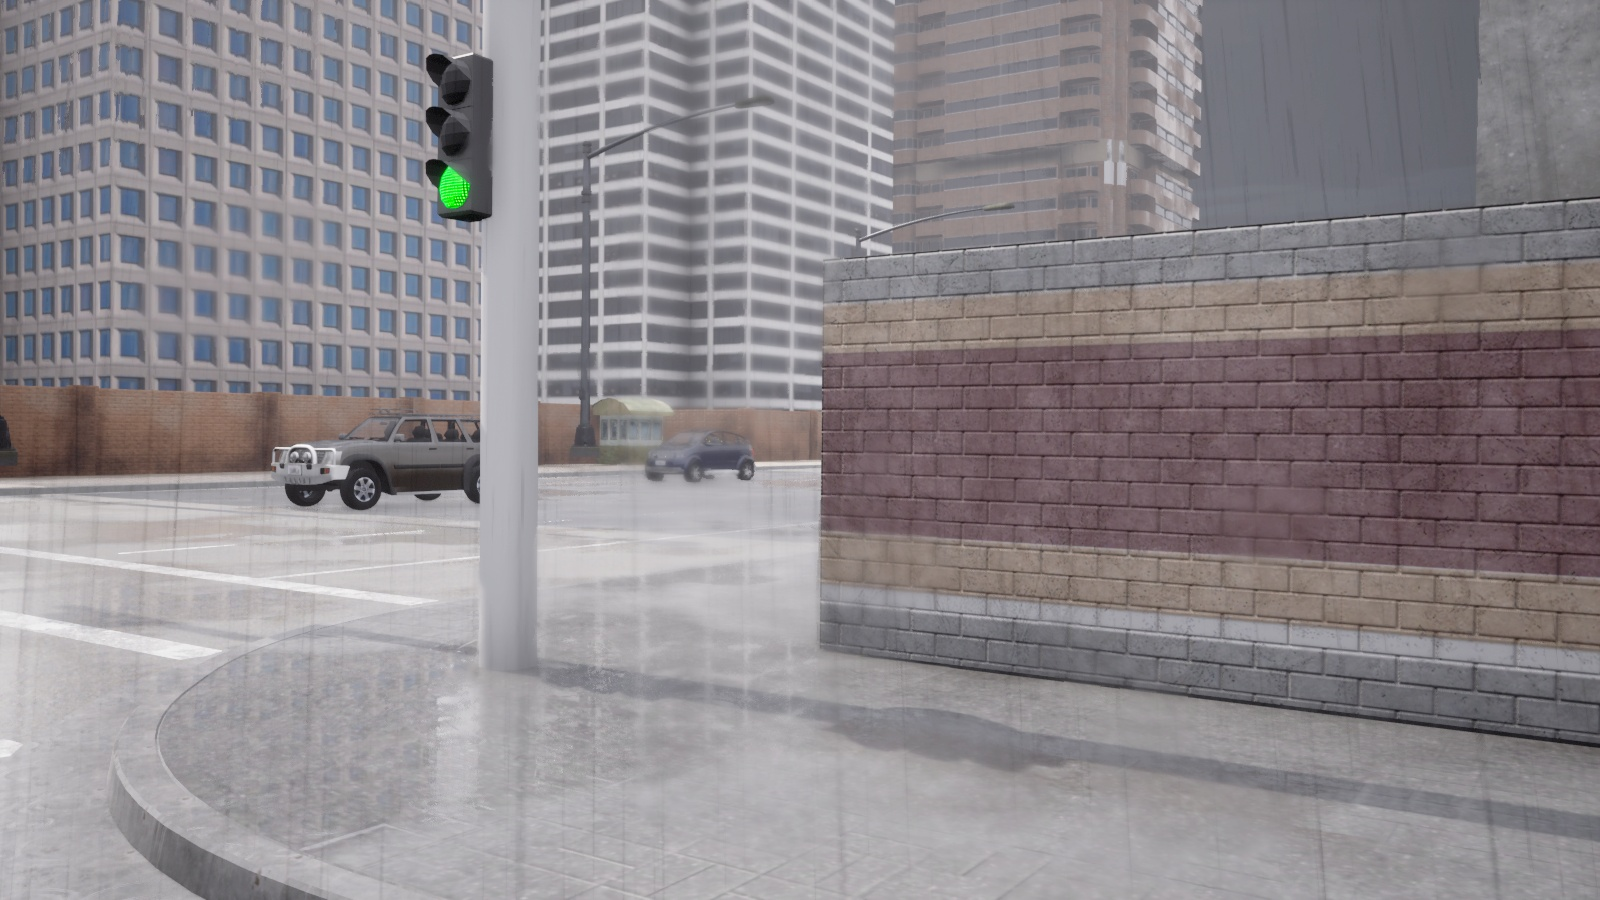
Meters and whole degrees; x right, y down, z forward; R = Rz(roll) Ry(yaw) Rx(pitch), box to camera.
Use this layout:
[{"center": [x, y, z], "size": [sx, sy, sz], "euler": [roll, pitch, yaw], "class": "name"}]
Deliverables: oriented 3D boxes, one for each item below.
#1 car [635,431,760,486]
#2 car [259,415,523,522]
[{"center": [-3.007, 0.225, 37.533], "size": [1.789, 1.549, 3.705], "euler": [0, 1, 34], "class": "car"}, {"center": [-7.761, 0.287, 24.272], "size": [1.932, 1.855, 4.605], "euler": [0, 1, 34], "class": "car"}]
